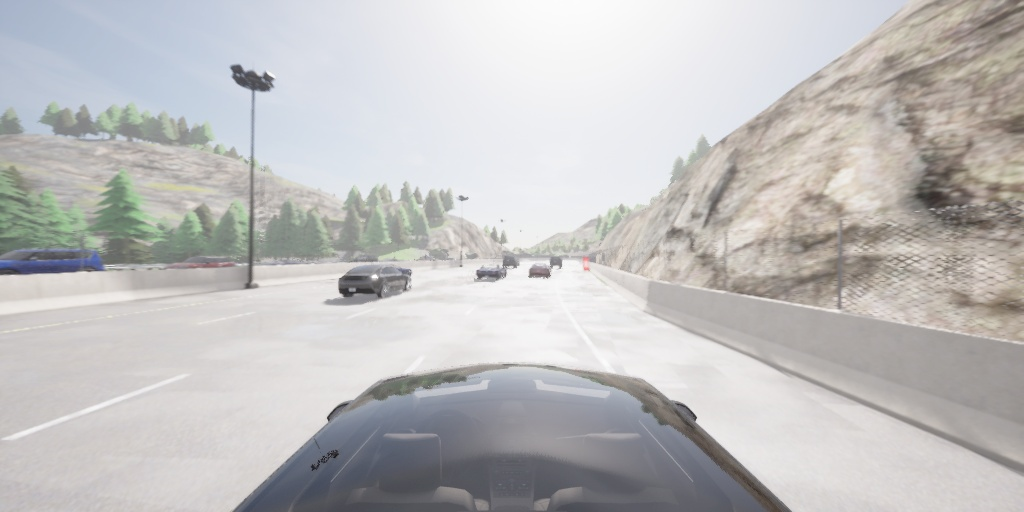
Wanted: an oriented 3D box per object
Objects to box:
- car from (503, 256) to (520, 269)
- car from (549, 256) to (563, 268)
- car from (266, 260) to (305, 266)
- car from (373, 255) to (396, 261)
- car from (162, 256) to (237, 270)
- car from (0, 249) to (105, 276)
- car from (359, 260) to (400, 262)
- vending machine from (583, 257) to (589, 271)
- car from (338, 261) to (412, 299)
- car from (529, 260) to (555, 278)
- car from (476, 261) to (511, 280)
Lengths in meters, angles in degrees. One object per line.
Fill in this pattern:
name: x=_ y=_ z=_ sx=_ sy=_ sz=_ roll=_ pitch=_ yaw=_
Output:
car: x=-0.161 y=0.963 z=58.517 sx=2.150 sy=2.045 sz=5.566 roll=1 pitch=0 yaw=10
car: x=7.654 y=1.070 z=62.574 sx=2.150 sy=2.045 sz=5.566 roll=1 pitch=0 yaw=9
car: x=-19.175 y=1.047 z=30.253 sx=1.994 sy=1.385 sz=4.181 roll=1 pitch=0 yaw=8
car: x=-21.094 y=0.992 z=61.689 sx=2.033 sy=1.411 sz=5.357 roll=1 pitch=0 yaw=10
car: x=-23.139 y=0.780 z=26.747 sx=2.097 sy=1.767 sz=4.553 roll=1 pitch=0 yaw=7
car: x=-27.298 y=0.590 z=20.613 sx=2.150 sy=2.045 sz=5.566 roll=1 pitch=0 yaw=5
car: x=-9.239 y=1.221 z=26.854 sx=1.895 sy=1.301 sz=4.718 roll=1 pitch=0 yaw=8
vending machine: x=10.894 y=1.090 z=52.964 sx=1.100 sy=2.100 sz=0.880 roll=0 pitch=0 yaw=10
car: x=-6.463 y=1.164 z=17.430 sx=1.837 sy=1.490 sz=4.892 roll=0 pitch=0 yaw=5
car: x=2.808 y=1.349 z=35.103 sx=1.994 sy=1.385 sz=4.181 roll=1 pitch=0 yaw=10
car: x=-1.637 y=1.325 z=30.873 sx=1.895 sy=1.301 sz=4.718 roll=1 pitch=0 yaw=9
